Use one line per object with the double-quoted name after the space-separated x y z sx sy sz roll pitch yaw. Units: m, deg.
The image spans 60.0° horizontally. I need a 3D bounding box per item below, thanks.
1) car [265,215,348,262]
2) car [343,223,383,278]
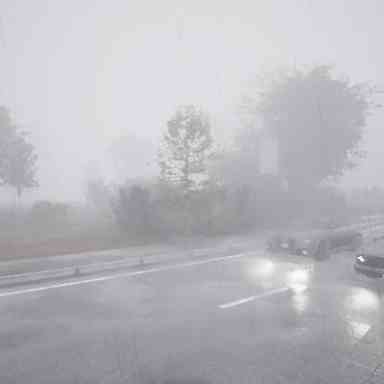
4.579 1.577 12.276 4.181 1.385 1.994 0 0 -40 "car"
6.563 1.554 9.311 5.357 1.411 2.033 0 0 -40 "car"
